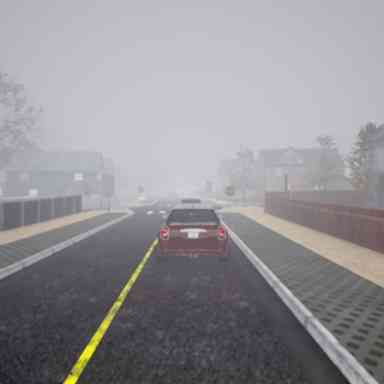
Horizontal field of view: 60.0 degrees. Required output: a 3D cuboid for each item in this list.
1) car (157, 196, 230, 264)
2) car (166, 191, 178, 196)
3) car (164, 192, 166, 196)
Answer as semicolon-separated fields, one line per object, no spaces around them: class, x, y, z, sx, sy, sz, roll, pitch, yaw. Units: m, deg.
car;0.024;1.171;11.292;2.097;1.767;4.553;0;1;0
car;-4.484;0.614;79.447;1.994;1.385;4.181;0;0;-11
car;-6.430;0.469;88.926;1.812;1.442;4.674;0;0;-13
